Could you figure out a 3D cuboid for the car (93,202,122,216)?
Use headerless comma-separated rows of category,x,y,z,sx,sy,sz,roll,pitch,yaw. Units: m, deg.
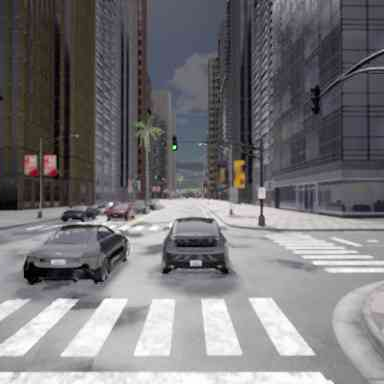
car,-9.833,1.919,39.155,2.128,1.511,4.902,0,-1,0

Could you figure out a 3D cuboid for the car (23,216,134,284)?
car,-3.156,1.637,9.854,1.994,1.385,4.181,0,0,0

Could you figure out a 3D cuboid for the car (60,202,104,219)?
car,-9.850,1.864,29.601,2.033,1.411,5.357,0,-1,0

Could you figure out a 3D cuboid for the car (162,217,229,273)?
car,0.097,1.570,10.819,1.837,1.490,4.892,0,0,0

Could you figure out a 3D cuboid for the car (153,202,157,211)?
car,-6.503,2.181,51.361,1.895,1.301,4.718,0,-1,0

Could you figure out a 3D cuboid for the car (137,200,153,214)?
car,-6.571,1.807,41.363,2.097,1.767,4.553,0,-1,0

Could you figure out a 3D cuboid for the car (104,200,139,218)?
car,-6.597,1.814,31.326,1.882,1.535,5.008,0,-1,0

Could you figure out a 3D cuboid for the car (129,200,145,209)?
car,-9.753,2.235,59.633,2.033,1.411,5.357,0,-1,0

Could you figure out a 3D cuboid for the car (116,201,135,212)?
car,-9.756,2.114,49.040,1.994,1.385,4.181,0,-1,1
